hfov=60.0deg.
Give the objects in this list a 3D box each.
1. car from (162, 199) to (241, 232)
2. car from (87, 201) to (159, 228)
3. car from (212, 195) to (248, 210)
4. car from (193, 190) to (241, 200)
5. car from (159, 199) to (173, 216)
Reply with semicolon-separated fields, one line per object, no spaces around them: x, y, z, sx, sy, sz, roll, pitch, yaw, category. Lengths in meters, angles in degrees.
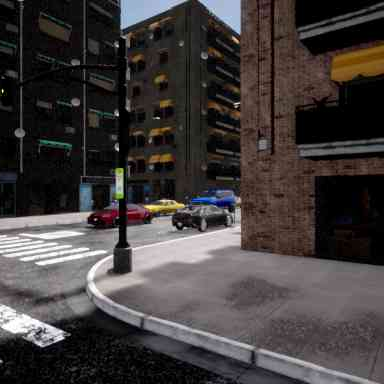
0.680;1.333;18.282;2.008;1.369;4.403;1;1;36;car
-4.346;1.368;20.600;1.994;1.385;4.181;0;1;36;car
4.235;1.111;36.505;1.752;1.417;4.829;1;1;36;car
1.878;0.894;29.114;2.150;2.045;5.566;0;1;36;car
-2.455;1.252;27.347;1.752;1.417;4.829;1;1;36;car
